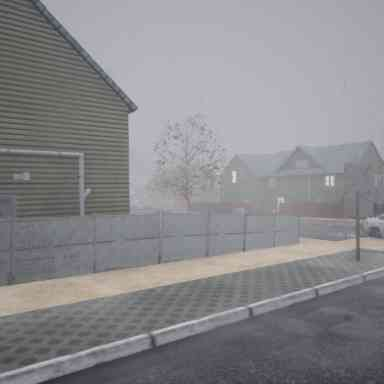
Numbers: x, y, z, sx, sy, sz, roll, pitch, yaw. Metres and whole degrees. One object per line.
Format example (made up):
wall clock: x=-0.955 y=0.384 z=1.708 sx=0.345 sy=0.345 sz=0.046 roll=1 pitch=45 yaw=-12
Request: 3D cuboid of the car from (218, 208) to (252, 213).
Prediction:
car: x=3.567 y=2.001 z=26.995 sx=2.033 sy=1.411 sz=5.357 roll=-1 pitch=-1 yaw=-36

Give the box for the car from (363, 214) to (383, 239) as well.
car: x=10.554 y=1.676 z=16.005 sx=1.812 sy=1.442 sz=4.674 roll=-1 pitch=-1 yaw=-23

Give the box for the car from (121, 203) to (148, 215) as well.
car: x=-8.481 y=2.473 z=48.812 sx=1.882 sy=1.535 sz=5.008 roll=-1 pitch=-1 yaw=-36

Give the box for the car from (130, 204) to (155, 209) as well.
car: x=-5.349 y=2.379 z=39.410 sx=1.994 sy=1.385 sz=4.181 roll=-1 pitch=-1 yaw=-36
